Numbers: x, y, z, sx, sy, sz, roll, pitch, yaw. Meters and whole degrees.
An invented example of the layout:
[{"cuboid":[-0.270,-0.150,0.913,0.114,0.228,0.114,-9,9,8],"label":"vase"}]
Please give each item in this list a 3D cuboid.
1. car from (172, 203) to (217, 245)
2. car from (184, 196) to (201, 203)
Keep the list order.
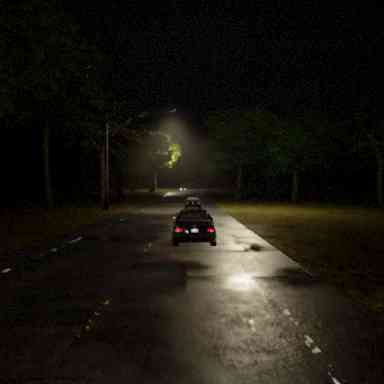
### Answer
[{"cuboid":[0.098,1.480,15.090,2.033,1.411,5.357,0,1,0],"label":"car"},{"cuboid":[0.098,1.221,38.980,2.033,1.411,5.357,0,1,0],"label":"car"}]
